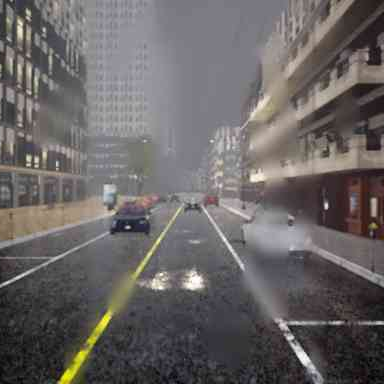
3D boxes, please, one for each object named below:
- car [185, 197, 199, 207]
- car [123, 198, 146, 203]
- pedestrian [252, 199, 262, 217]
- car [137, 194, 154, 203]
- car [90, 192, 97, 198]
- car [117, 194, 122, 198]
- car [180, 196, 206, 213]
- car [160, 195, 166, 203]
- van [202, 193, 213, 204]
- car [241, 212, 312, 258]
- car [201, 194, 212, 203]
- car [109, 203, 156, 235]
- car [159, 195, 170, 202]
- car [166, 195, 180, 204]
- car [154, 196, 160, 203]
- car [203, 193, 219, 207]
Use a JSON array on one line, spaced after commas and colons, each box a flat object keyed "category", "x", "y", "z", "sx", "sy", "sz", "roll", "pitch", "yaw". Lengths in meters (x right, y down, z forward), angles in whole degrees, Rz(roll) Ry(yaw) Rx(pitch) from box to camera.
[{"category": "car", "x": 0.022, "y": 1.426, "z": 47.295, "sx": 1.895, "sy": 1.301, "sz": 4.718, "roll": 0, "pitch": 0, "yaw": 0}, {"category": "car", "x": -5.684, "y": 1.466, "z": 30.600, "sx": 1.802, "sy": 1.307, "sz": 4.206, "roll": 0, "pitch": 0, "yaw": 0}, {"category": "pedestrian", "x": 2.997, "y": 1.235, "z": 15.291, "sx": 0.375, "sy": 1.860, "sz": 0.375, "roll": 0, "pitch": 0, "yaw": -1}, {"category": "car", "x": -5.683, "y": 1.304, "z": 36.150, "sx": 1.967, "sy": 1.590, "sz": 4.097, "roll": 0, "pitch": 0, "yaw": 0}, {"category": "car", "x": -27.347, "y": 0.546, "z": 83.738, "sx": 5.009, "sy": 1.841, "sz": 2.192, "roll": 1, "pitch": -1, "yaw": -1}, {"category": "car", "x": -22.007, "y": 0.804, "z": 92.263, "sx": 4.829, "sy": 1.417, "sz": 1.752, "roll": 1, "pitch": -1, "yaw": -1}, {"category": "car", "x": 0.085, "y": 1.414, "z": 35.604, "sx": 2.033, "sy": 1.411, "sz": 5.357, "roll": 0, "pitch": 0, "yaw": 0}, {"category": "car", "x": -5.675, "y": 1.335, "z": 63.905, "sx": 1.947, "sy": 1.339, "sz": 4.313, "roll": 0, "pitch": 0, "yaw": 0}, {"category": "van", "x": 2.703, "y": 1.128, "z": 58.353, "sx": 1.690, "sy": 1.788, "sz": 3.998, "roll": 0, "pitch": 0, "yaw": 0}, {"category": "car", "x": 3.003, "y": 1.479, "z": 12.458, "sx": 1.812, "sy": 1.442, "sz": 4.674, "roll": 0, "pitch": 0, "yaw": 0}, {"category": "car", "x": 2.704, "y": 1.209, "z": 63.904, "sx": 1.967, "sy": 1.590, "sz": 4.097, "roll": 0, "pitch": 0, "yaw": 0}, {"category": "car", "x": -3.095, "y": 1.495, "z": 17.989, "sx": 1.994, "sy": 1.385, "sz": 4.181, "roll": 0, "pitch": 0, "yaw": 0}, {"category": "car", "x": -5.674, "y": 1.317, "z": 69.152, "sx": 1.947, "sy": 1.339, "sz": 4.313, "roll": 0, "pitch": 0, "yaw": 0}, {"category": "car", "x": -3.029, "y": 1.288, "z": 59.509, "sx": 1.837, "sy": 1.490, "sz": 4.892, "roll": 0, "pitch": 0, "yaw": 1}, {"category": "car", "x": -5.681, "y": 1.160, "z": 41.701, "sx": 2.192, "sy": 1.841, "sz": 5.009, "roll": 0, "pitch": 0, "yaw": 0}, {"category": "car", "x": 2.700, "y": 1.140, "z": 47.250, "sx": 2.192, "sy": 1.841, "sz": 5.009, "roll": 0, "pitch": 0, "yaw": 0}]
